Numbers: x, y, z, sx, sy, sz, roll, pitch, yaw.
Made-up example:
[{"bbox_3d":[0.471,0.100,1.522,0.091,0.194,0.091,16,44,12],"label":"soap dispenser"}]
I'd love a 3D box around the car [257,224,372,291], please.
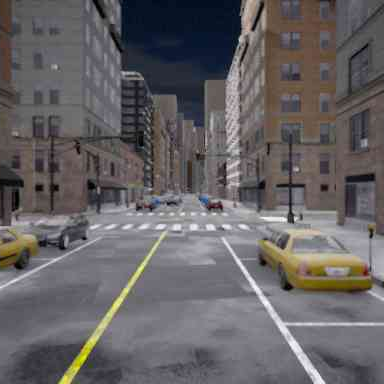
[{"bbox_3d":[2.858,1.527,8.858,1.752,1.417,4.829,0,0,0],"label":"car"}]

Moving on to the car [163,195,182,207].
[{"bbox_3d":[-3.061,1.627,52.657,1.895,1.301,4.718,0,0,0],"label":"car"}]

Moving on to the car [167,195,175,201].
[{"bbox_3d":[-5.656,1.603,90.501,2.008,1.369,4.403,0,0,0],"label":"car"}]

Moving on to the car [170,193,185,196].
[{"bbox_3d":[-2.991,1.517,68.161,1.882,1.535,5.008,0,0,0],"label":"car"}]

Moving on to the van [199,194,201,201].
[{"bbox_3d":[2.866,1.377,68.495,1.690,1.788,3.998,0,0,0],"label":"van"}]

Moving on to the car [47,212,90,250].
[{"bbox_3d":[-5.667,1.554,14.216,2.008,1.369,4.403,0,0,0],"label":"car"}]

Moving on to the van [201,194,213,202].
[{"bbox_3d":[2.864,1.370,57.492,1.690,1.788,3.998,0,0,0],"label":"van"}]

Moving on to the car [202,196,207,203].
[{"bbox_3d":[2.863,1.588,46.489,1.947,1.339,4.313,0,0,0],"label":"car"}]

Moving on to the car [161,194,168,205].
[{"bbox_3d":[-5.661,1.470,57.494,1.967,1.590,4.097,0,0,0],"label":"car"}]

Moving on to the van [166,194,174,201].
[{"bbox_3d":[-5.657,1.389,85.001,1.690,1.788,3.998,0,0,0],"label":"van"}]

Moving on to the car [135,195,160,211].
[{"bbox_3d":[-5.664,1.333,40.990,2.192,1.841,5.009,0,0,0],"label":"car"}]

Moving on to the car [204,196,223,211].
[{"bbox_3d":[2.863,1.563,40.988,1.887,1.381,4.507,0,0,0],"label":"car"}]

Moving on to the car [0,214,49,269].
[{"bbox_3d":[-5.668,1.527,8.520,1.752,1.417,4.829,0,0,0],"label":"car"}]
